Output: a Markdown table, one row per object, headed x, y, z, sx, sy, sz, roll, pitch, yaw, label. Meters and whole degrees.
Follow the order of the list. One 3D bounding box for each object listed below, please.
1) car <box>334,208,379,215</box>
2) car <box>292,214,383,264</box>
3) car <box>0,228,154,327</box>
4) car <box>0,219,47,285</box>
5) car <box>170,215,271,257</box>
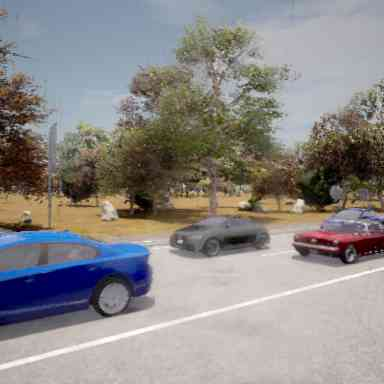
| x | y | z | sx | sy | sz | roll | pitch | yaw | label |
| --- | --- | --- | --- | --- | --- | --- | --- | --- | --- |
| 9.362 | 1.691 | 19.140 | 4.674 | 1.442 | 1.812 | 1 | 0 | -35 | car |
| 5.852 | 1.706 | 12.339 | 4.718 | 1.301 | 1.895 | 1 | 0 | -35 | car |
| -3.125 | 1.485 | 5.987 | 5.008 | 1.535 | 1.882 | 1 | -1 | -35 | car |
| -6.228 | 1.521 | 8.083 | 4.674 | 1.442 | 1.812 | 1 | 0 | -35 | car |
| 1.196 | 1.640 | 13.318 | 4.181 | 1.385 | 1.994 | 1 | 0 | -35 | car |
